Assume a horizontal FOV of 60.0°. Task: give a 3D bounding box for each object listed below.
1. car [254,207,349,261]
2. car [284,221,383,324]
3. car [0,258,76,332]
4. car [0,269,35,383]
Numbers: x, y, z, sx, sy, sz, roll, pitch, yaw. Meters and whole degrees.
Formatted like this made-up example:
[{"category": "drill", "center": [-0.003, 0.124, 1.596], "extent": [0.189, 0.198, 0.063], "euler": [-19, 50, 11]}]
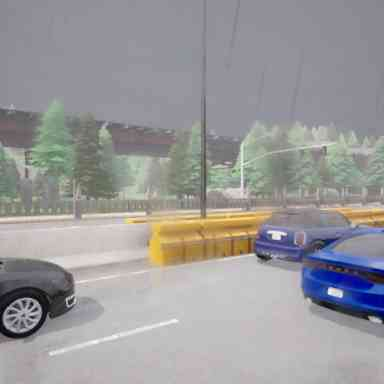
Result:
[{"category": "car", "center": [4.224, 1.351, 11.053], "extent": [4.553, 1.767, 2.097], "euler": [0, 0, -35]}, {"category": "car", "center": [4.337, 1.477, 6.837], "extent": [5.008, 1.535, 1.882], "euler": [0, 0, -36]}, {"category": "car", "center": [-4.304, 1.505, 4.976], "extent": [4.892, 1.490, 1.837], "euler": [0, 0, -35]}, {"category": "car", "center": [-3.487, 1.492, 1.260], "extent": [4.902, 1.511, 2.128], "euler": [0, 0, -36]}]
